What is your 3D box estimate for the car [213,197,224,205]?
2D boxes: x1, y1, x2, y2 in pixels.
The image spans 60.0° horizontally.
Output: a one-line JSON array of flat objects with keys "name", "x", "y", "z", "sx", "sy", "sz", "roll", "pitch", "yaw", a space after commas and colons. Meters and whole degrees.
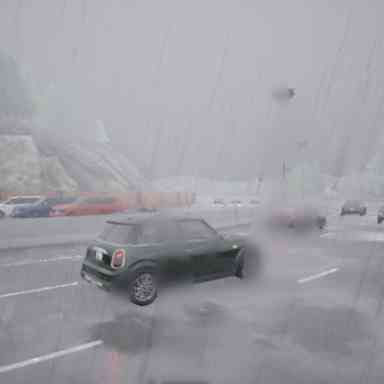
[{"name": "car", "x": 5.176, "y": 1.643, "z": 63.901, "sx": 2.033, "sy": 1.411, "sz": 5.357, "roll": 0, "pitch": 0, "yaw": 10}]

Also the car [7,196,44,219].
[{"name": "car", "x": -11.260, "y": 1.337, "z": 26.625, "sx": 5.566, "sy": 2.045, "sz": 2.150, "roll": 0, "pitch": 0, "yaw": -43}]

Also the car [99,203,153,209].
[{"name": "car", "x": -3.931, "y": 1.671, "z": 23.997, "sx": 1.895, "sy": 1.301, "sz": 4.718, "roll": 0, "pitch": 0, "yaw": 44}]

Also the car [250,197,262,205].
[{"name": "car", "x": 11.673, "y": 1.580, "z": 60.899, "sx": 1.812, "sy": 1.442, "sz": 4.674, "roll": 0, "pitch": 0, "yaw": 11}]

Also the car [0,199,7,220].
[{"name": "car", "x": -14.713, "y": 1.359, "z": 28.226, "sx": 5.566, "sy": 2.045, "sz": 2.150, "roll": 0, "pitch": 0, "yaw": -41}]

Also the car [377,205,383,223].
[{"name": "car", "x": 14.847, "y": 1.516, "z": 24.367, "sx": 2.033, "sy": 1.411, "sz": 5.357, "roll": 0, "pitch": 0, "yaw": 36}]

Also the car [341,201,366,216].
[{"name": "car", "x": 15.703, "y": 1.542, "z": 32.234, "sx": 1.994, "sy": 1.385, "sz": 4.181, "roll": 0, "pitch": 0, "yaw": 31}]

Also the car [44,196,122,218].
[{"name": "car", "x": -7.744, "y": 1.315, "z": 25.138, "sx": 5.566, "sy": 2.045, "sz": 2.150, "roll": 0, "pitch": 0, "yaw": -44}]

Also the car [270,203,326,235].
[{"name": "car", "x": 6.063, "y": 1.532, "z": 19.106, "sx": 1.812, "sy": 1.442, "sz": 4.674, "roll": 0, "pitch": 0, "yaw": 43}]

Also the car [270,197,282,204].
[{"name": "car", "x": 15.041, "y": 1.599, "z": 59.948, "sx": 1.994, "sy": 1.385, "sz": 4.181, "roll": 0, "pitch": 0, "yaw": 12}]

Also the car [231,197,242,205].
[{"name": "car", "x": 8.468, "y": 1.598, "z": 62.902, "sx": 1.812, "sy": 1.442, "sz": 4.674, "roll": 0, "pitch": 0, "yaw": 10}]

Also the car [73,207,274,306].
[{"name": "car", "x": -0.293, "y": 1.371, "z": 8.358, "sx": 4.553, "sy": 1.767, "sz": 2.097, "roll": 0, "pitch": 0, "yaw": -38}]
